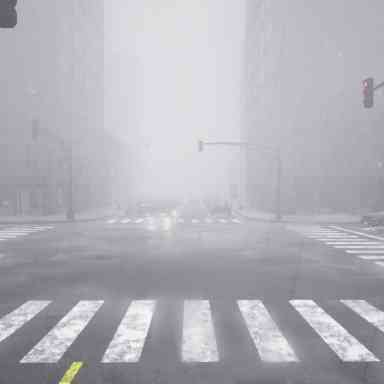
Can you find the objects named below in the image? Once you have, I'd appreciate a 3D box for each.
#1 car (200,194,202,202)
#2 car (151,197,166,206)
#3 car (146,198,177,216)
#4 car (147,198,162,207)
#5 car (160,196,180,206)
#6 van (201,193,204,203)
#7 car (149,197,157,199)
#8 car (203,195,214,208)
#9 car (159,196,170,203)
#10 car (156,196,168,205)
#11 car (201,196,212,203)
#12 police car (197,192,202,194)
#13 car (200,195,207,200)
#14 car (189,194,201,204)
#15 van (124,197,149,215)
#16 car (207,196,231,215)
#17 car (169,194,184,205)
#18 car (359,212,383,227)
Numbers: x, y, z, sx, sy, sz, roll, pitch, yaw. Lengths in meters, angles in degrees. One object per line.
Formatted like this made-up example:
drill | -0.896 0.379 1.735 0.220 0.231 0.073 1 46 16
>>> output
car | 2.953 1.527 61.931 1.752 1.417 4.829 0 0 0
car | -5.600 1.569 56.127 1.947 1.339 4.313 0 0 0
car | -2.948 1.603 33.228 1.895 1.301 4.718 0 0 3
car | -5.626 1.585 50.458 1.802 1.307 4.206 0 0 0
car | -2.901 1.604 43.211 1.895 1.301 4.718 0 0 0
van | 2.926 1.344 56.092 1.690 1.788 3.998 0 0 0
car | -5.680 1.443 39.122 1.967 1.590 4.097 0 0 0
car | 2.873 1.443 44.754 1.967 1.590 4.097 0 0 0
car | -5.546 1.566 67.463 1.947 1.339 4.313 0 0 0
car | -5.574 1.527 61.624 1.752 1.417 4.829 0 0 0
car | 2.979 1.551 67.431 2.008 1.369 4.403 0 0 0
police car | 2.735 1.421 79.522 1.930 1.638 5.238 0 0 0
car | 3.086 1.558 90.108 1.947 1.339 4.313 0 0 0
car | 0.296 1.527 63.821 1.812 1.442 4.674 0 0 0
van | -5.706 1.343 33.453 1.690 1.788 3.998 0 0 0
car | 2.820 1.442 33.416 1.967 1.590 4.097 0 0 0
car | -2.830 1.550 55.912 2.033 1.411 5.357 0 0 0
car | 13.497 1.562 20.749 5.357 1.411 2.033 0 0 0
